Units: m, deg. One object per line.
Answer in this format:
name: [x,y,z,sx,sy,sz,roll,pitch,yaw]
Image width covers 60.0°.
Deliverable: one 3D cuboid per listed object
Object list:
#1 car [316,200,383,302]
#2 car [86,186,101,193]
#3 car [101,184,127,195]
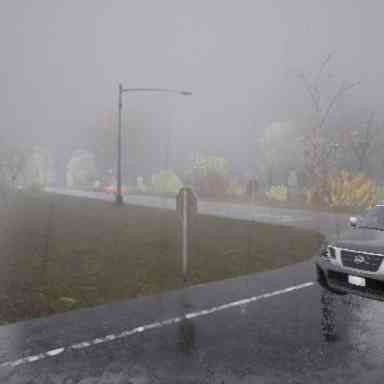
car: [5.203,1.144,7.585,5.566,2.045,2.150,-3,2,-36]
car: [-17.588,-0.493,59.976,1.895,1.301,4.718,0,2,-36]
car: [-11.946,-0.431,52.135,2.097,1.767,4.553,0,2,-36]
